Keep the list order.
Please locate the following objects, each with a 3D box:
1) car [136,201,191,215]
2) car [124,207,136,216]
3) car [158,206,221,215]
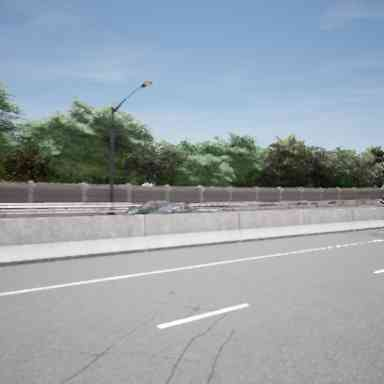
[{"bbox_3d":[-1.258,1.662,24.480,4.902,1.511,2.128,1,-1,-35],"label":"car"},{"bbox_3d":[-3.283,1.522,27.334,4.553,1.767,2.097,1,-1,-35],"label":"car"},{"bbox_3d":[0.528,1.767,21.465,4.718,1.301,1.895,1,-1,-35],"label":"car"}]
